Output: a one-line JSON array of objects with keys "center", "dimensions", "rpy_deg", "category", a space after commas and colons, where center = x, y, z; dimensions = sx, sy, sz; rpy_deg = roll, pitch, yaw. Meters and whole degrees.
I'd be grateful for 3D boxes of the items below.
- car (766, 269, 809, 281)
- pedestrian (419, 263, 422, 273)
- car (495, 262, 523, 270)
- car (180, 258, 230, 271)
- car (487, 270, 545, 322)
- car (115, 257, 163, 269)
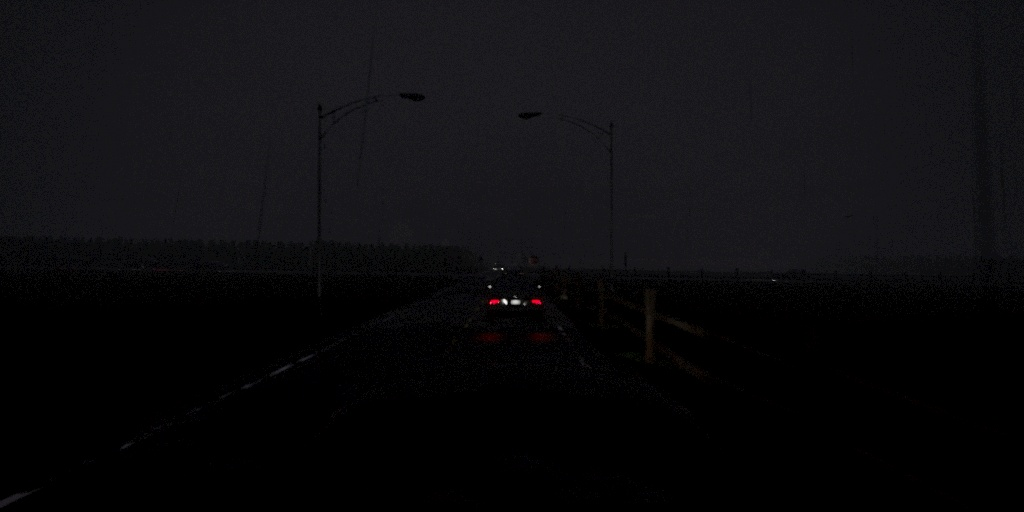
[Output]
[{"center": [34.387, 2.314, 44.735], "dimensions": [4.674, 1.442, 1.812], "rpy_deg": [1, -1, 0], "category": "car"}, {"center": [-12.172, 1.575, 47.643], "dimensions": [0.375, 1.300, 0.375], "rpy_deg": [0, -2, 0], "category": "pedestrian"}, {"center": [0.097, 1.468, 27.156], "dimensions": [2.128, 1.511, 4.902], "rpy_deg": [0, -1, 0], "category": "car"}, {"center": [-35.551, 0.979, 41.614], "dimensions": [4.902, 1.511, 2.128], "rpy_deg": [1, -1, 0], "category": "car"}, {"center": [0.100, 1.396, 12.813], "dimensions": [2.033, 1.411, 5.357], "rpy_deg": [0, -1, 0], "category": "car"}, {"center": [-46.146, 0.854, 44.433], "dimensions": [4.892, 1.490, 1.837], "rpy_deg": [0, -1, 3], "category": "car"}]
